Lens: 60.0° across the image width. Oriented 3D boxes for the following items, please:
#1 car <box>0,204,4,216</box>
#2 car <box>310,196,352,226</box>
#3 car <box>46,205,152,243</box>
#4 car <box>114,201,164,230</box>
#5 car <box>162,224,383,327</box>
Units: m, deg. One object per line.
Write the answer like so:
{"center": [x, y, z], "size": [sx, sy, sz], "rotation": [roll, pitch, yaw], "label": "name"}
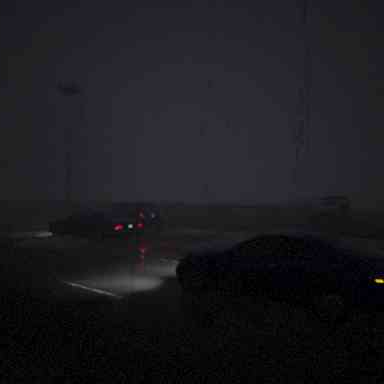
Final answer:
{"center": [-19.285, 1.462, 30.652], "size": [5.008, 1.535, 1.882], "rotation": [0, 0, 36], "label": "car"}
{"center": [8.982, 1.213, 21.319], "size": [1.905, 1.878, 3.866], "rotation": [0, 0, 35], "label": "car"}
{"center": [-4.733, 1.542, 15.968], "size": [5.357, 1.411, 2.033], "rotation": [0, 0, 36], "label": "car"}
{"center": [-3.897, 1.346, 19.671], "size": [4.553, 1.767, 2.097], "rotation": [0, 0, 36], "label": "car"}
{"center": [1.794, 1.525, 7.013], "size": [4.674, 1.442, 1.812], "rotation": [0, 0, 35], "label": "car"}
